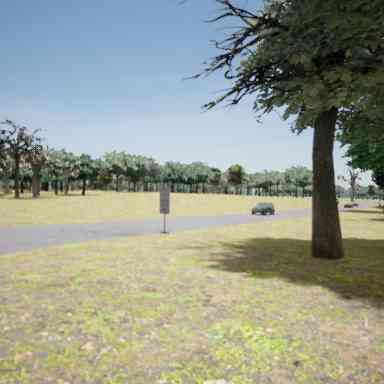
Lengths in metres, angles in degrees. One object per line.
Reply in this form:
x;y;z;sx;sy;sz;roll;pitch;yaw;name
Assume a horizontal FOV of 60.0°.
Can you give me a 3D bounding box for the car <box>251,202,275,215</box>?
11.797;2.720;54.948;2.150;2.045;5.566;1;-1;35;car
